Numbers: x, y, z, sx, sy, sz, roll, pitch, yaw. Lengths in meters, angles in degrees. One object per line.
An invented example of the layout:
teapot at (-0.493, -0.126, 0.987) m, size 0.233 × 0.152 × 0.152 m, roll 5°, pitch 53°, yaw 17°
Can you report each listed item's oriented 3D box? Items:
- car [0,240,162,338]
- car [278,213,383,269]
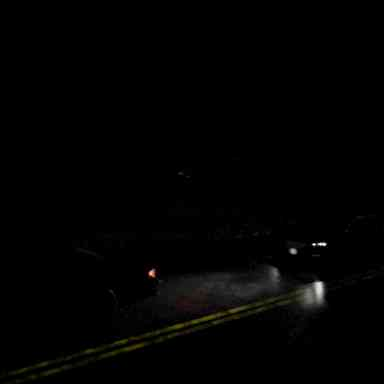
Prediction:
car at (-3.144, 1.547, 5.423) m, size 5.357 × 1.411 × 2.033 m, roll 0°, pitch 0°, yaw -36°
car at (4.980, 1.480, 11.226) m, size 4.902 × 1.511 × 2.128 m, roll 0°, pitch 0°, yaw -35°
